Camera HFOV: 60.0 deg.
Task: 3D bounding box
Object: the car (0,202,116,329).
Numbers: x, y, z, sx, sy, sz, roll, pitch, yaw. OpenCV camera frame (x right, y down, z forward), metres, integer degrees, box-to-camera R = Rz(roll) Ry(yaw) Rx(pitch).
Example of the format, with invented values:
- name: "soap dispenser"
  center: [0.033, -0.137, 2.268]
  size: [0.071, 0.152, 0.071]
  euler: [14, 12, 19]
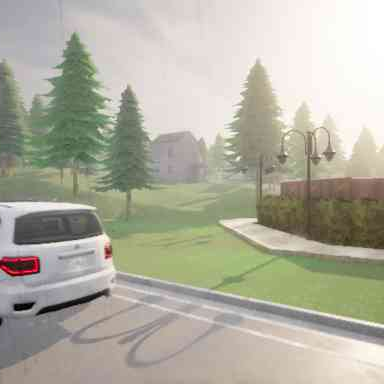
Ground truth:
- name: "car"
  center: [-3.998, 1.221, 6.844]
  size: [5.566, 2.045, 2.150]
  euler: [0, 0, 36]
